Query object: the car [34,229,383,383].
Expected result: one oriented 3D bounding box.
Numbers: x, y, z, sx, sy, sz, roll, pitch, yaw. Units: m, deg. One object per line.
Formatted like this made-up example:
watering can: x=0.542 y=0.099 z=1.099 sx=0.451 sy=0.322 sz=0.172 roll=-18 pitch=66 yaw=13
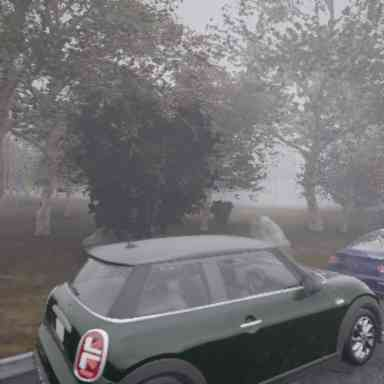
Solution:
car: x=0.493 y=1.371 z=4.410 sx=4.553 sy=1.767 sz=2.185 roll=0 pitch=0 yaw=-33
